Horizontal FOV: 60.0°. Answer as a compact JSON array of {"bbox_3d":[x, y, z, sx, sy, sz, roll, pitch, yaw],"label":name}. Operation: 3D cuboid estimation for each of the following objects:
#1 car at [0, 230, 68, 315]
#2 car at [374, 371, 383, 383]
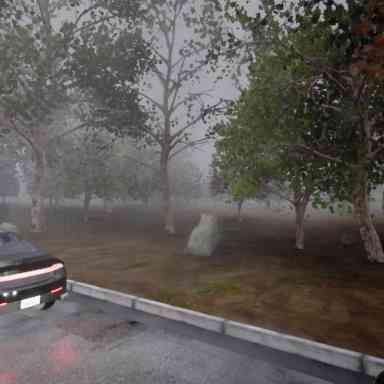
[{"bbox_3d":[-4.481,1.501,6.577,4.902,1.511,2.128,0,0,36],"label":"car"},{"bbox_3d":[3.250,1.491,1.059,4.902,1.511,2.128,0,0,36],"label":"car"}]
